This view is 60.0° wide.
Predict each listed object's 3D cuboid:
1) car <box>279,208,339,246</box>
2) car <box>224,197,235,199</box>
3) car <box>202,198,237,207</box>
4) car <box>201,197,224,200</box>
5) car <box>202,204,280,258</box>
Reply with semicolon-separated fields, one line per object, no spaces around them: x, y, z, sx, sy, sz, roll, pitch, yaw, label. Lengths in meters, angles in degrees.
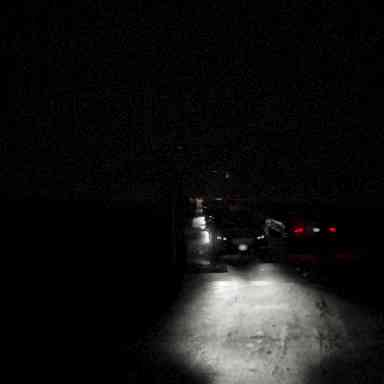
4.613;1.436;14.716;2.033;1.411;5.357;-2;0;1;car
5.268;1.300;47.858;1.895;1.301;4.718;-2;0;1;car
1.824;1.418;22.847;1.837;1.490;4.892;-2;0;1;car
2.028;1.450;32.697;1.895;1.301;4.718;-2;0;1;car
1.638;1.473;12.925;2.128;1.511;4.902;-2;0;1;car
